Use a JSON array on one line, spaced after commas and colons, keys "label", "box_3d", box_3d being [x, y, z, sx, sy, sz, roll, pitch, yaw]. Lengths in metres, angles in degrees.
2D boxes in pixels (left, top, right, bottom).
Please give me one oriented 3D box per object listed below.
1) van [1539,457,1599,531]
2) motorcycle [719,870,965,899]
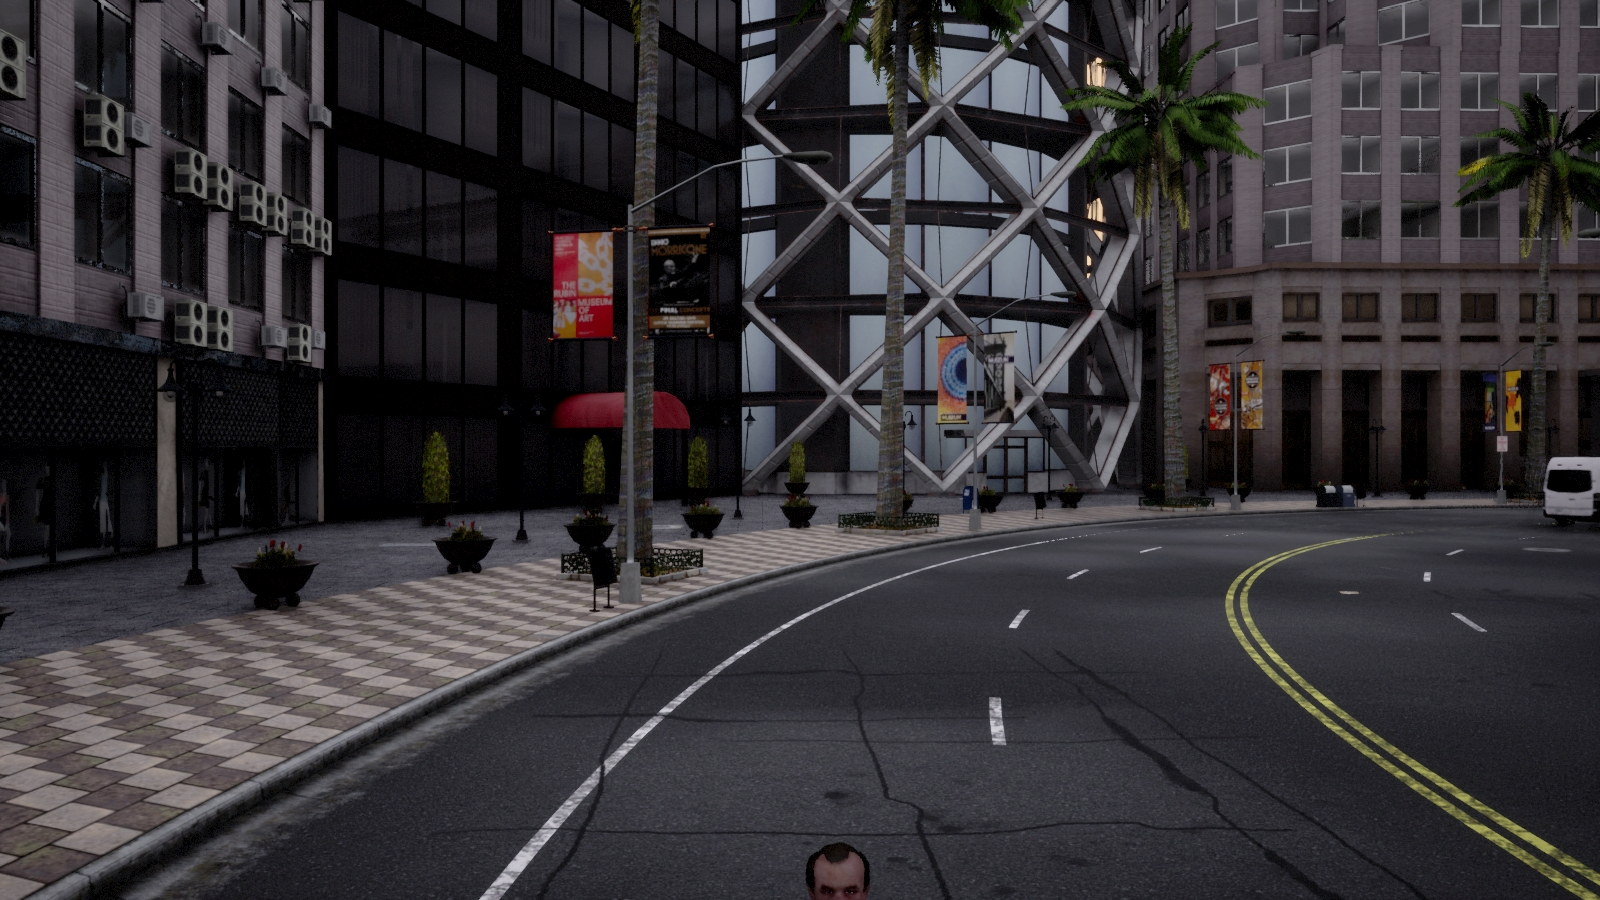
[{"label": "van", "box_3d": [29.944, 1.534, 41.788, 5.915, 2.561, 1.988, 0, 0, -24]}, {"label": "motorcycle", "box_3d": [0.124, 2.182, 3.338, 0.856, 1.236, 1.805, 0, 0, 2]}]
